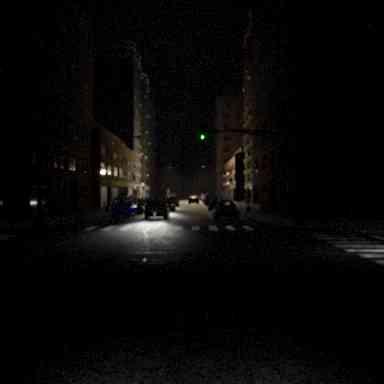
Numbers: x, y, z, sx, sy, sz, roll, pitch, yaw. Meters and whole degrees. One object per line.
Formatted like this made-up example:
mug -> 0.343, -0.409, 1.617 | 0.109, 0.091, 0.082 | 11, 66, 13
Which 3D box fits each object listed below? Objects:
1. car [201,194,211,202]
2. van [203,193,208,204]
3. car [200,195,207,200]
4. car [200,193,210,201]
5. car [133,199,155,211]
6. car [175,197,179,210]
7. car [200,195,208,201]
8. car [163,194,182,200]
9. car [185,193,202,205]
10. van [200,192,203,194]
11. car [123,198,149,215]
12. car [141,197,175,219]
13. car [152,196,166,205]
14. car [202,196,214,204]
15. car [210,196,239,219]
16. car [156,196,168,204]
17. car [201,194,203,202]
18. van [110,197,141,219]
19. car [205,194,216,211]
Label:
car -> 3.023, 1.347, 73.656 | 1.967, 1.590, 4.097 | 0, 0, 0
van -> 2.919, 1.282, 50.978 | 1.690, 1.788, 3.998 | 0, 0, 0
car -> 3.101, 1.445, 90.663 | 1.947, 1.339, 4.313 | 0, 0, 0
car -> 3.049, 1.213, 79.324 | 2.192, 1.841, 5.009 | 0, 0, 0
car -> -5.658, 1.518, 39.675 | 1.947, 1.339, 4.313 | 0, 0, 0
car -> -2.893, 1.555, 38.909 | 1.895, 1.301, 4.718 | 0, 0, 0
car -> 3.075, 1.454, 84.994 | 1.947, 1.339, 4.313 | 0, 0, 0
car -> -2.845, 1.447, 49.060 | 1.837, 1.490, 4.892 | 0, 0, 0
car -> 0.286, 1.421, 58.290 | 2.128, 1.511, 4.902 | 0, 0, 0
van -> 2.997, 1.257, 67.986 | 1.690, 1.788, 3.998 | 0, 0, 0
car -> -5.685, 1.399, 34.007 | 1.967, 1.590, 4.097 | 0, 0, 0
car -> -2.940, 1.457, 28.829 | 2.128, 1.511, 4.902 | 0, 0, 0
car -> -5.581, 1.456, 56.510 | 1.752, 1.417, 4.829 | 0, 0, 0
car -> 2.971, 1.475, 62.317 | 2.008, 1.369, 4.403 | 0, 0, 0
car -> 2.815, 1.407, 28.302 | 1.967, 1.590, 4.097 | 0, 0, 0
car -> -5.554, 1.489, 62.348 | 1.947, 1.339, 4.313 | 0, 0, 0
car -> 2.946, 1.458, 56.817 | 1.752, 1.417, 4.829 | 0, 0, 0
van -> -5.711, 1.306, 28.339 | 1.690, 1.788, 3.998 | 0, 0, 0
car -> 2.867, 1.395, 39.640 | 1.967, 1.590, 4.097 | 0, 0, 0
